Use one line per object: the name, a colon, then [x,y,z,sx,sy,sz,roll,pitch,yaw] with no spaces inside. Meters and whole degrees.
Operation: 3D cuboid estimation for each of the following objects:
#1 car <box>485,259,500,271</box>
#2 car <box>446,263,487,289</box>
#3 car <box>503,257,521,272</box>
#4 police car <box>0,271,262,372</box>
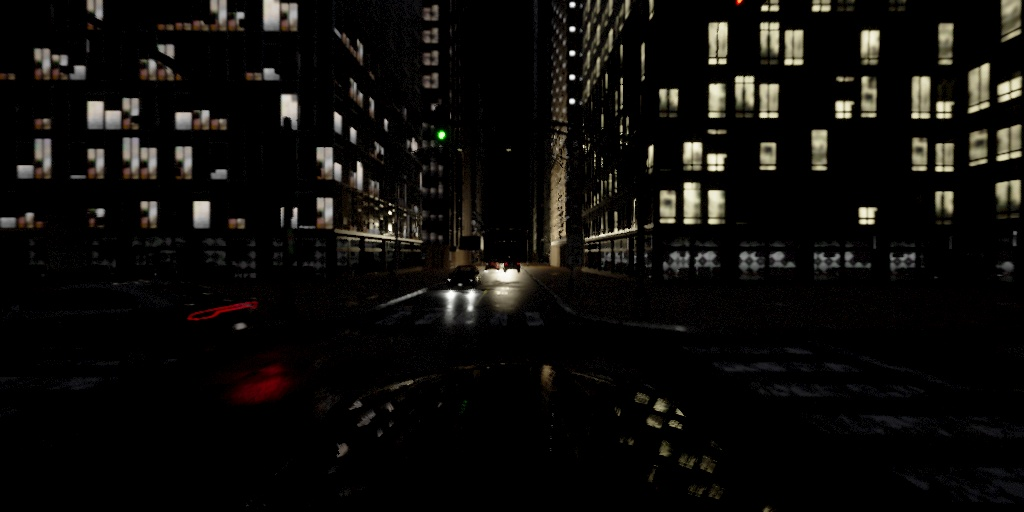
car: [-2.980,1.307,55.542,2.097,1.767,4.553,0,0,0]
car: [-3.094,1.355,24.047,2.033,1.411,5.357,0,0,0]
car: [0.009,1.153,48.805,2.150,2.045,5.566,0,0,0]
police car: [-7.839,1.145,6.994,5.238,1.638,1.930,0,0,1]
